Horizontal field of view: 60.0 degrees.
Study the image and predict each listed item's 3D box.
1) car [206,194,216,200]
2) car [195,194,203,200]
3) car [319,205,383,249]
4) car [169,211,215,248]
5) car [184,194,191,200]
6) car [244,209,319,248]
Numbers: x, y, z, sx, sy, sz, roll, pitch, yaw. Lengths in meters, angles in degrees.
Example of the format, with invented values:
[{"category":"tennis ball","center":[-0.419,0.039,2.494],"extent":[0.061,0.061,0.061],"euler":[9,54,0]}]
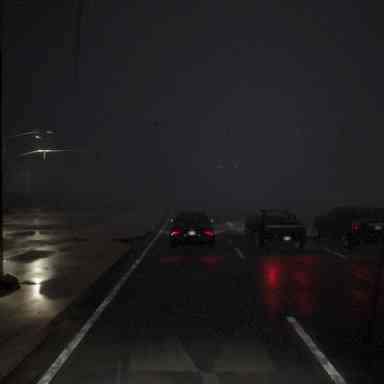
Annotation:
[{"category":"car","center":[5.665,1.425,94.822],"extent":[1.882,1.535,5.008],"euler":[0,0,0]},{"category":"car","center":[2.165,1.438,94.470],"extent":[1.837,1.490,4.892],"euler":[0,0,0]},{"category":"car","center":[7.000,1.365,14.628],"extent":[2.097,1.767,4.553],"euler":[0,0,0]},{"category":"car","center":[0.000,1.562,14.658],"extent":[2.033,1.411,5.357],"euler":[0,0,0]},{"category":"car","center":[-1.335,1.487,94.802],"extent":[2.033,1.411,5.357],"euler":[0,0,0]},{"category":"car","center":[3.500,1.494,14.658],"extent":[2.128,1.511,4.902],"euler":[0,0,0]}]
